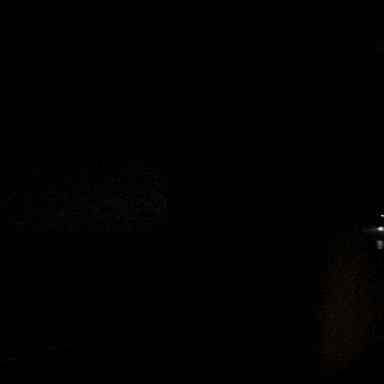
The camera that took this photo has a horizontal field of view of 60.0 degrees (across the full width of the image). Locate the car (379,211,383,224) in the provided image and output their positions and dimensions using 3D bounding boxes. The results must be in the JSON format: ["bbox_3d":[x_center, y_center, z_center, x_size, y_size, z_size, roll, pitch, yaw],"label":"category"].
[{"bbox_3d":[15.044,1.516,23.326,4.892,1.490,1.837,0,0,-35],"label":"car"}]
